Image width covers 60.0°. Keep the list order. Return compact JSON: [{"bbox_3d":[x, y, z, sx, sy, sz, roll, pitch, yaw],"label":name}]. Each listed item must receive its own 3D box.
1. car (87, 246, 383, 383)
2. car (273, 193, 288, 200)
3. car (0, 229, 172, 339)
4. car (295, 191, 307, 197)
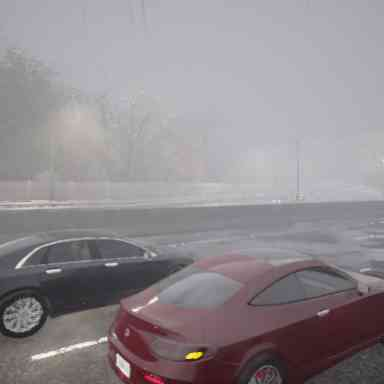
[{"bbox_3d":[1.200,1.525,4.606,4.674,1.442,1.812,0,0,-36],"label":"car"},{"bbox_3d":[17.539,0.860,65.803,2.128,1.511,4.902,0,1,31],"label":"car"},{"bbox_3d":[-1.975,1.504,6.634,4.892,1.490,1.837,0,0,-36],"label":"car"},{"bbox_3d":[25.917,0.491,79.117,2.128,1.511,4.902,0,2,33],"label":"car"}]
